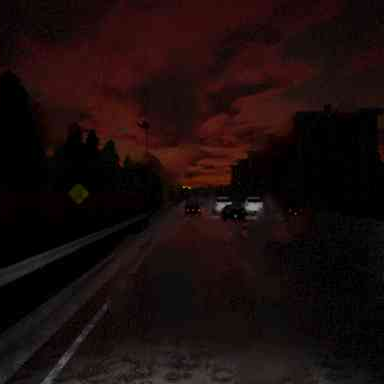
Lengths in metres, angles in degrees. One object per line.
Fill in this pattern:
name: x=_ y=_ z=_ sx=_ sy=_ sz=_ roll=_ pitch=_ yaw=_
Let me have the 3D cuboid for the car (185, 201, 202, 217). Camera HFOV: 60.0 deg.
car: x=0.133 y=1.914 z=36.642 sx=2.033 sy=1.411 sz=5.357 roll=0 pitch=-1 yaw=0

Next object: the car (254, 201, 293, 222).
car: x=7.122 y=1.801 z=29.599 sx=1.837 sy=1.490 sz=4.892 roll=0 pitch=-1 yaw=0

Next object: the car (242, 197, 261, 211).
car: x=7.113 y=1.627 z=40.315 sx=2.150 sy=2.045 sz=5.566 roll=0 pitch=0 yaw=0

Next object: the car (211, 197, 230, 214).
car: x=3.610 y=1.631 z=40.717 sx=2.150 sy=2.045 sz=5.566 roll=0 pitch=0 yaw=0

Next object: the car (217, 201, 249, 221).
car: x=3.623 y=1.826 z=30.014 sx=1.812 sy=1.442 sz=4.674 roll=0 pitch=-1 yaw=0

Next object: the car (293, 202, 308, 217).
car: x=10.623 y=1.964 z=36.234 sx=1.895 sy=1.301 sz=4.718 roll=0 pitch=-1 yaw=0

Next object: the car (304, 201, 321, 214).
car: x=14.115 y=1.887 z=40.933 sx=1.882 sy=1.535 sz=5.008 roll=0 pitch=0 yaw=0

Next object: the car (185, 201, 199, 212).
car: x=0.008 y=1.996 z=47.110 sx=1.812 sy=1.442 sz=4.674 roll=0 pitch=0 yaw=0
